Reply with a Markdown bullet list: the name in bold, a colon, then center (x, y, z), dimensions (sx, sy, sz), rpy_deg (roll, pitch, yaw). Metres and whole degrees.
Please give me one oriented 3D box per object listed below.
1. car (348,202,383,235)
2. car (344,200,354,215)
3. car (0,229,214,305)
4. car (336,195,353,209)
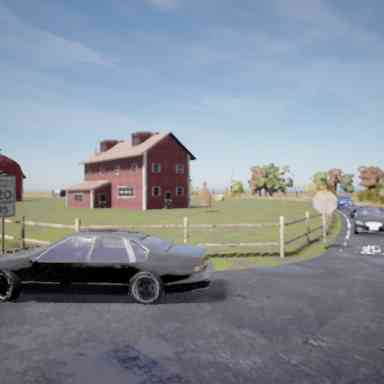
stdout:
- **car**: center (10.191, 1.570, 18.903), dimensions (2.128, 1.511, 4.902), rpy_deg (0, 0, 26)
- **car**: center (16.125, 1.735, 32.165), dimensions (1.895, 1.301, 4.718), rpy_deg (0, 0, 22)
- **car**: center (-2.179, 1.598, 7.672), dimensions (5.357, 1.411, 2.033), rpy_deg (0, 0, 5)
- **car**: center (21.865, 1.433, 48.051), dimensions (2.150, 2.045, 5.566), rpy_deg (0, -1, 17)
